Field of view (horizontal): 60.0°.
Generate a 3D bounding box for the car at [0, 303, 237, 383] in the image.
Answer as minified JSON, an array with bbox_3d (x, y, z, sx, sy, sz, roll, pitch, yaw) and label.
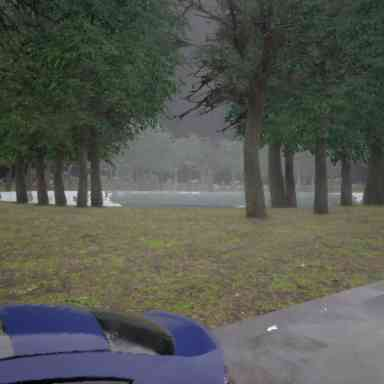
[{"bbox_3d":[-1.736,1.525,1.749,4.674,1.442,1.812,0,0,-37],"label":"car"}]
